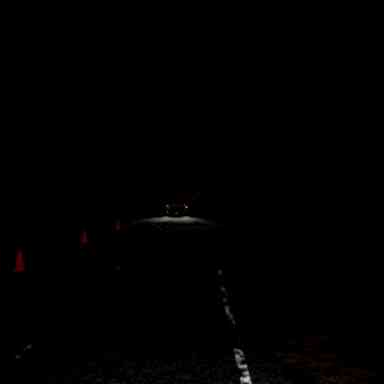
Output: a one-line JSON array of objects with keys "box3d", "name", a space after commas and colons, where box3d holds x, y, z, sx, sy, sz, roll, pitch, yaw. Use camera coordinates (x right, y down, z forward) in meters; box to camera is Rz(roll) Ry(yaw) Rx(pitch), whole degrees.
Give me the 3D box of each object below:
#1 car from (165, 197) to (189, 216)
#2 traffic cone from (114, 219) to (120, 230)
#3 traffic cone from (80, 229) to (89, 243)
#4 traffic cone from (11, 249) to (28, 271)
[{"box3d": [-1.425, 1.276, 31.146, 2.097, 1.767, 4.553, 0, 0, -2], "name": "car"}, {"box3d": [-4.365, 1.906, 19.567, 0.340, 0.580, 0.340, 0, 0, 4], "name": "traffic cone"}, {"box3d": [-4.683, 1.917, 14.530, 0.340, 0.580, 0.340, 0, 0, 3], "name": "traffic cone"}, {"box3d": [-4.913, 1.929, 9.488, 0.340, 0.580, 0.340, 0, 0, 2], "name": "traffic cone"}]
